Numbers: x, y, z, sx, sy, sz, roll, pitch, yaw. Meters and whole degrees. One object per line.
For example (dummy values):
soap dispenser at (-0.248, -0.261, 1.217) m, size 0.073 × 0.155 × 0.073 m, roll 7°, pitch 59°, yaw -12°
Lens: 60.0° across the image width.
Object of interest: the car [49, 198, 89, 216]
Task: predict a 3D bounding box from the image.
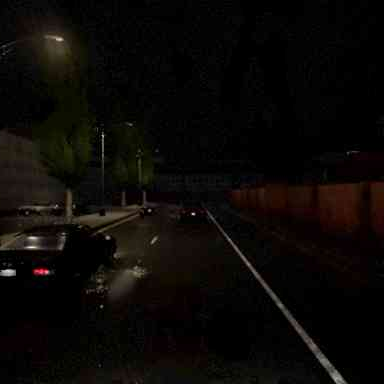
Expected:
car at (-11.583, 1.357, 32.100) m, size 2.097 × 1.767 × 4.553 m, roll 0°, pitch 0°, yaw 0°

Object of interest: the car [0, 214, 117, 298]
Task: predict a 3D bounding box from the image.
car at (-3.400, 1.549, 8.682) m, size 2.033 × 1.411 × 5.357 m, roll 0°, pitch 0°, yaw 0°

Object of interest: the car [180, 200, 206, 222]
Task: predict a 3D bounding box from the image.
car at (0.099, 1.566, 26.114) m, size 1.994 × 1.385 × 4.181 m, roll 0°, pitch 0°, yaw 0°

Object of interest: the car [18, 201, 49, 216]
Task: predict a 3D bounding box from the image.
car at (-15.083, 1.606, 32.693) m, size 1.895 × 1.301 × 4.718 m, roll 0°, pitch 0°, yaw 0°

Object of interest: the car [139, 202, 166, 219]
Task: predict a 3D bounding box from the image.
car at (-3.400, 1.552, 29.194) m, size 2.033 × 1.411 × 5.357 m, roll 0°, pitch 0°, yaw 0°
